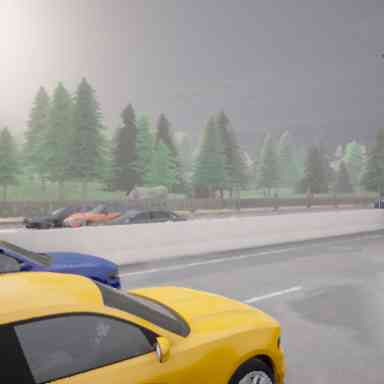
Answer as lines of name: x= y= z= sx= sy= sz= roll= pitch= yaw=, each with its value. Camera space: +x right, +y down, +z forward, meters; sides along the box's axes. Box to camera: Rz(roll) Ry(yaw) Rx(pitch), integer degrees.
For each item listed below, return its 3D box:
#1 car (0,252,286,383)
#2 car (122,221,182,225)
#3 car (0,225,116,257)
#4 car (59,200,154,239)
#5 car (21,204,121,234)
car: x=-1.309 y=1.478 z=2.813 sx=5.008 sy=1.535 sz=1.882 roll=0 pitch=0 yaw=-36
car: x=-2.394 y=1.510 z=15.183 sx=4.892 sy=1.490 sz=1.837 roll=0 pitch=0 yaw=-36
car: x=-3.648 y=1.477 z=5.443 sx=5.008 sy=1.535 sz=1.882 roll=0 pitch=0 yaw=-36
car: x=-4.550 y=1.357 z=17.944 sx=4.553 sy=1.767 sz=2.097 roll=0 pitch=0 yaw=-35
car: x=-7.286 y=1.551 z=20.292 sx=5.357 sy=1.411 sz=2.033 roll=0 pitch=0 yaw=-36
